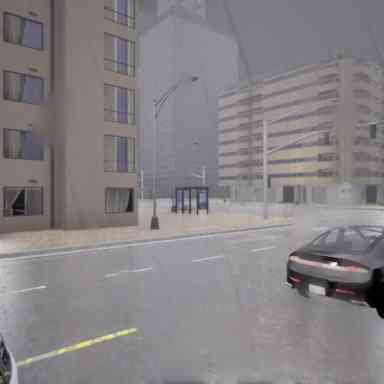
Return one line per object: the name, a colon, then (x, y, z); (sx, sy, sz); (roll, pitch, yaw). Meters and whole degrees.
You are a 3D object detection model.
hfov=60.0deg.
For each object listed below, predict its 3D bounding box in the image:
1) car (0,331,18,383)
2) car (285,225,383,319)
car: (-3.816, 1.222, 1.325); (5.566, 2.045, 2.150); (0, 0, -32)
car: (4.071, 1.491, 7.327); (4.902, 1.511, 2.128); (0, 0, -39)
